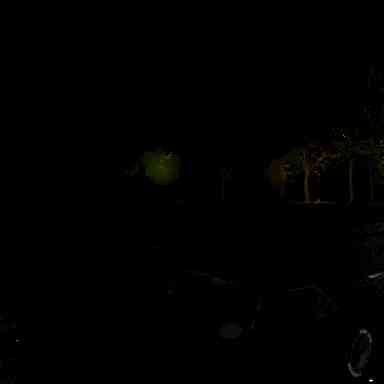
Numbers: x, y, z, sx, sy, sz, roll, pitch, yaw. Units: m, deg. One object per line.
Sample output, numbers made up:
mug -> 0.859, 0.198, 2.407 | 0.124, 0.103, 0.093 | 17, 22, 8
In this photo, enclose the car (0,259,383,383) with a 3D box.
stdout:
car -> 0.421, 1.613, 3.979 | 4.718, 1.301, 1.895 | 0, 0, -35
